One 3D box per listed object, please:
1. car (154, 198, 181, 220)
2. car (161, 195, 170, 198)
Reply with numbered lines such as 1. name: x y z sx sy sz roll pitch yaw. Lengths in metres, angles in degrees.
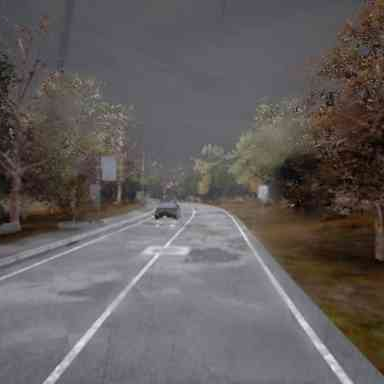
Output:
1. car: -1.948 1.544 28.347 2.033 1.411 5.357 0 0 3
2. car: -5.482 1.428 69.848 1.994 1.385 4.181 1 0 -14
